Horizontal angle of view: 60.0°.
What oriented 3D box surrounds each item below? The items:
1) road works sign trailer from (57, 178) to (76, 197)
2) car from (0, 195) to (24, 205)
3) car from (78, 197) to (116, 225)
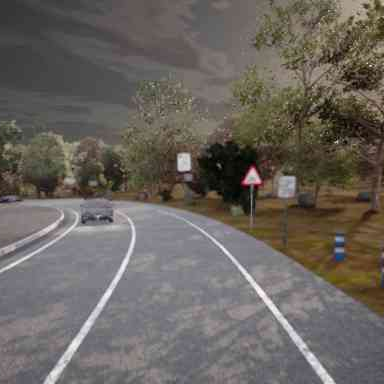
[{"bbox_3d":[-23.404,-1.002,63.099,2.380,3.560,2.880,5,-23,10],"label":"road works sign trailer"},{"bbox_3d":[-29.944,1.276,54.946,5.357,1.411,2.033,-2,4,36],"label":"car"},{"bbox_3d":[-6.010,1.124,21.162,1.837,1.490,4.892,-2,1,-16],"label":"car"}]
